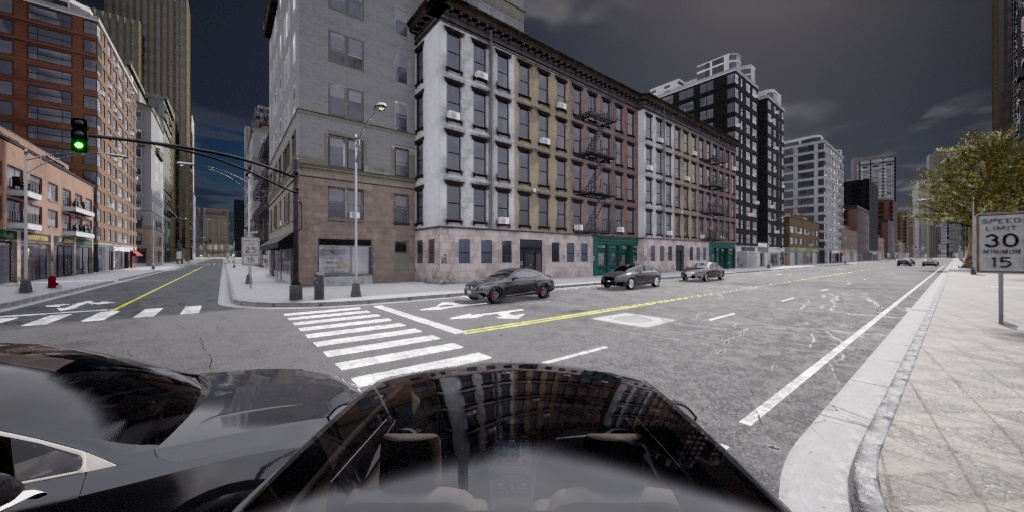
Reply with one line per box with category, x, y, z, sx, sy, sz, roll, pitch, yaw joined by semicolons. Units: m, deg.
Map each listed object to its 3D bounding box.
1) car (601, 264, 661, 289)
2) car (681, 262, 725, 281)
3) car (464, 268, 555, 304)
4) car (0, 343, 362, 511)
car;7.690;1.259;22.978;4.892;1.490;1.837;0;0;-39
car;15.710;1.237;29.435;4.902;1.511;2.128;0;0;-39
car;-0.011;1.287;16.765;4.674;1.442;1.812;0;0;-39
car;-3.219;1.257;1.799;4.892;1.490;1.837;0;0;-34
